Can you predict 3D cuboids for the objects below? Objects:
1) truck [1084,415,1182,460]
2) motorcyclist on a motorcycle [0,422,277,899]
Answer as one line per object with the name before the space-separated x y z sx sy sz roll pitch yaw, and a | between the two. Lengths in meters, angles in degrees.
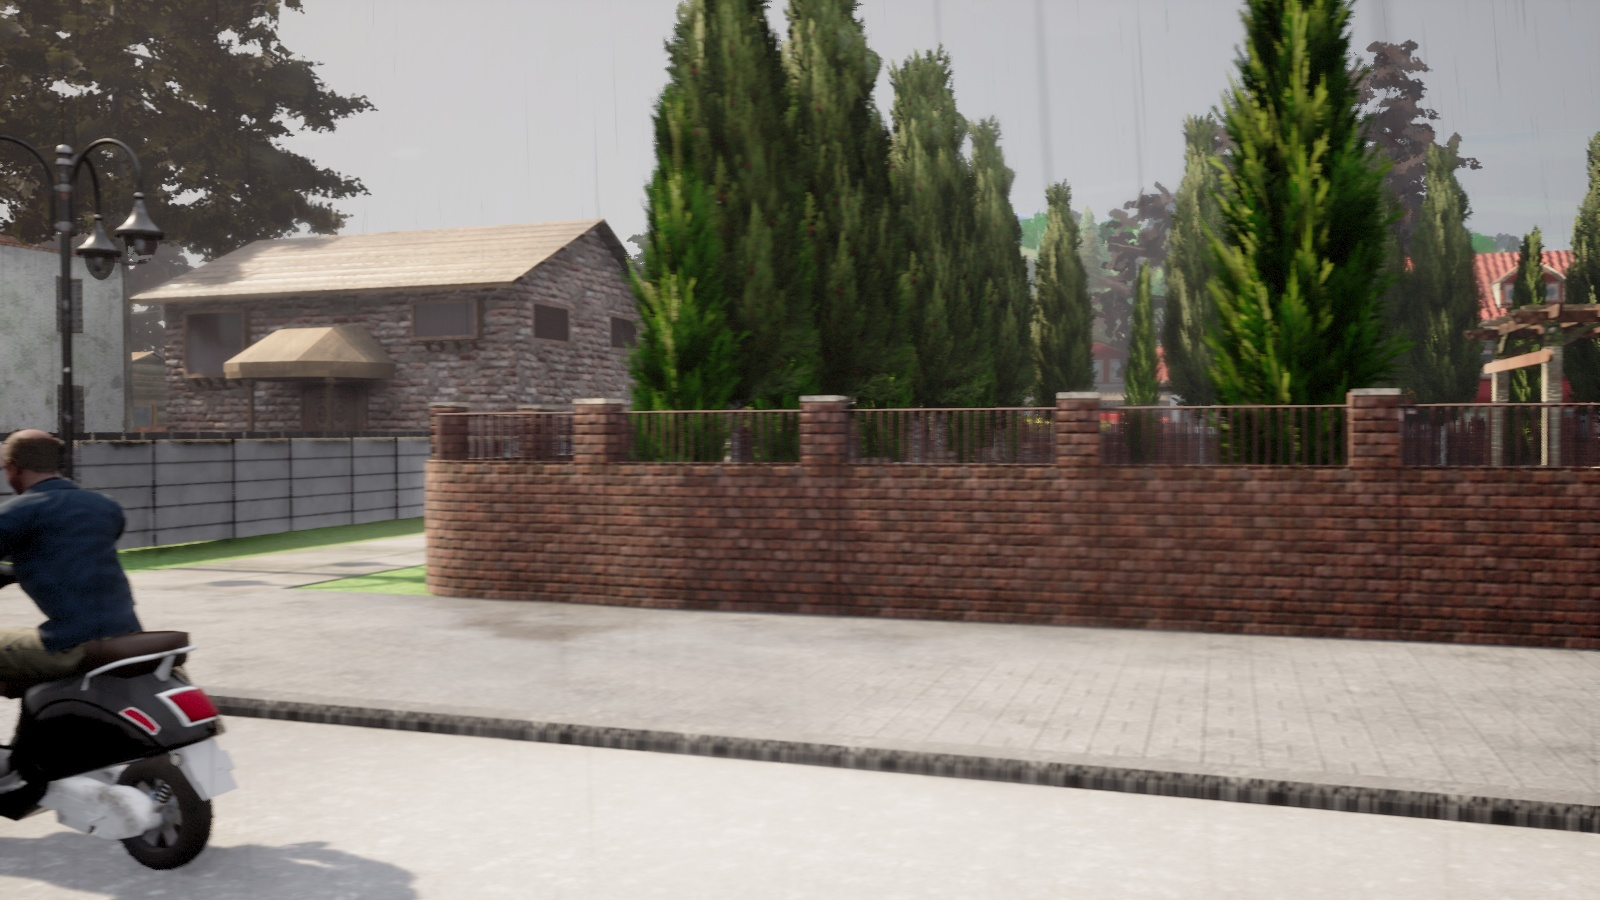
truck | 18.909 -0.729 71.176 5.204 2.467 2.627 1 1 19
motorcyclist on a motorcycle | -3.024 0.693 4.738 1.817 1.590 0.866 1 1 19
